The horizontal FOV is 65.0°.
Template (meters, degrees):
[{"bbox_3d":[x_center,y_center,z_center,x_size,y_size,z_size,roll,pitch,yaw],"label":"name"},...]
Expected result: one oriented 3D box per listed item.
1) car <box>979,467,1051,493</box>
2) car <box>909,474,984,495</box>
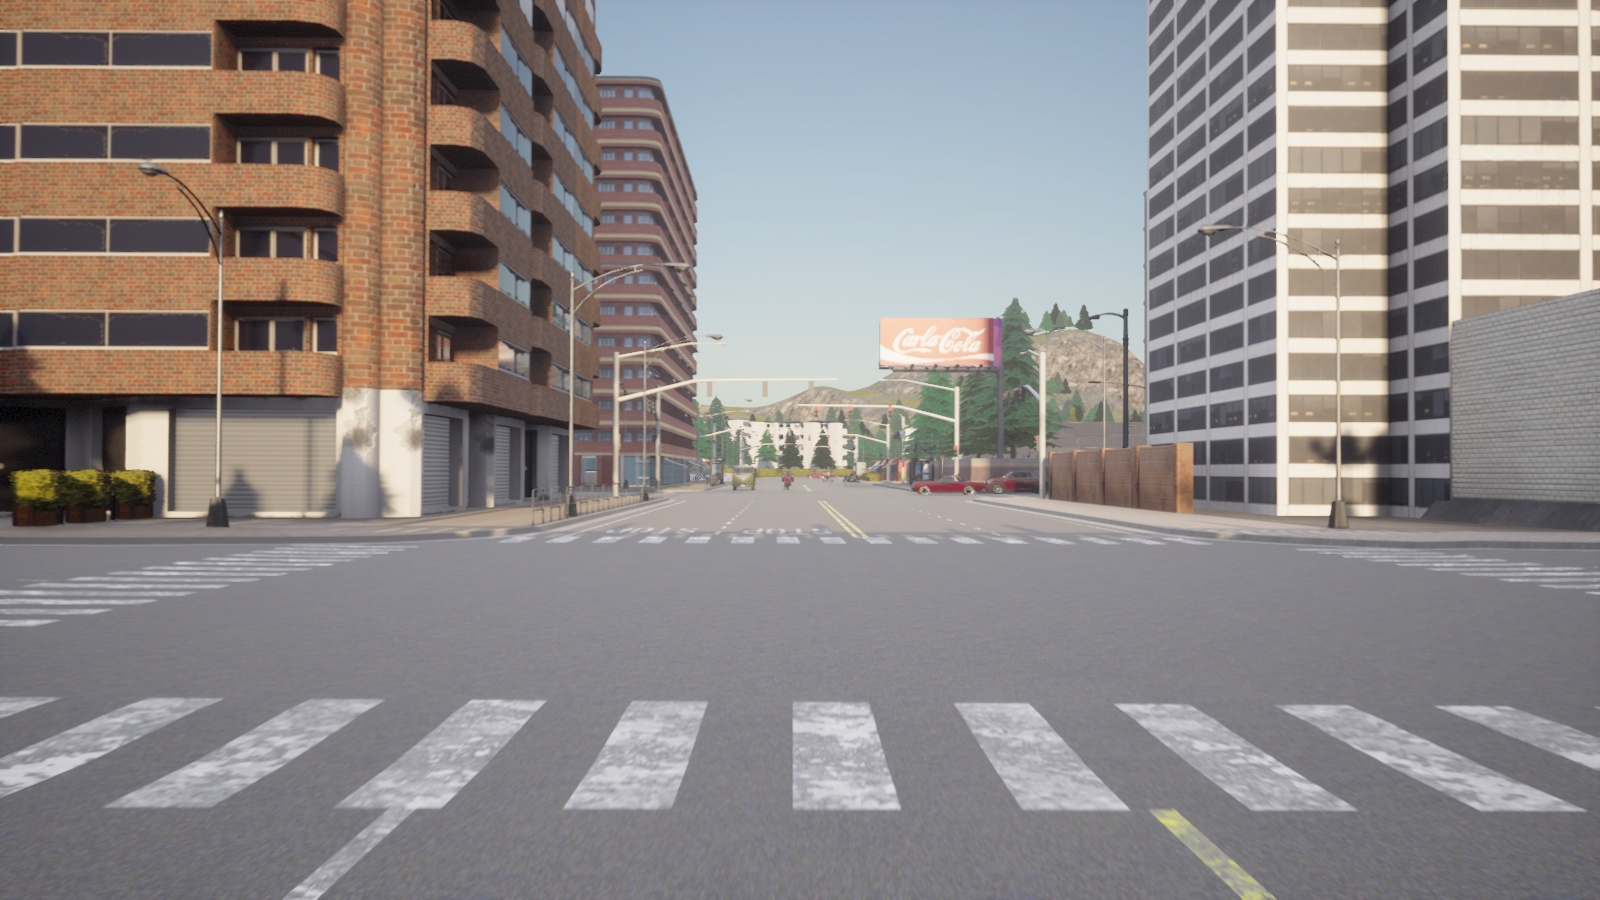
[{"bbox_3d":[14.679,2.053,85.890,4.553,1.767,2.097,0,-1,0],"label":"car"},{"bbox_3d":[9.596,2.256,82.368,4.718,1.301,1.895,0,-1,0],"label":"car"}]
